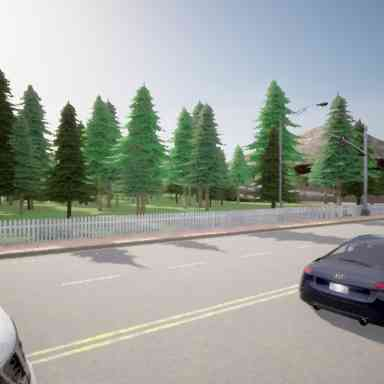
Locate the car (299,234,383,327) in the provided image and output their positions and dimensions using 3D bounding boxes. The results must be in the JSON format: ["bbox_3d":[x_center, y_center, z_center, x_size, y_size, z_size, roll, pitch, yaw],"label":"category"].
[{"bbox_3d":[4.075,1.563,6.678,4.181,1.385,1.994,0,0,-35],"label":"car"}]

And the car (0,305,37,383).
[{"bbox_3d":[-3.595,1.222,1.191,5.566,2.045,2.150,0,0,-36],"label":"car"}]
